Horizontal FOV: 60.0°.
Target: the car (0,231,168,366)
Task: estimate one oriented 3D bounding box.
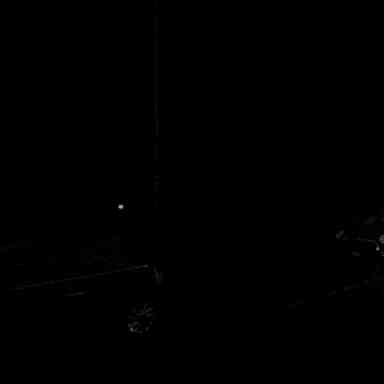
[{"bbox_3d":[-2.488,1.437,4.878,4.097,1.590,1.967,0,0,-36],"label":"car"}]

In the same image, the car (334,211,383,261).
[{"bbox_3d":[6.689,1.392,11.427,4.097,1.590,1.967,0,0,-36],"label":"car"}]
